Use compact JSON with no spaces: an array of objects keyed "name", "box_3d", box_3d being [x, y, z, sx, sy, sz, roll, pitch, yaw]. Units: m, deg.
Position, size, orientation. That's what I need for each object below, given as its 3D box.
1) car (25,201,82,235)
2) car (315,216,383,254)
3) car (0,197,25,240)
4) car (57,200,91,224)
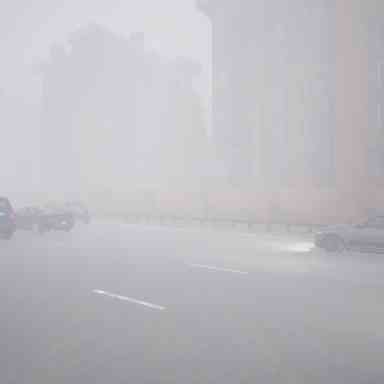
[{"name":"car","box_3d":[-8.688,1.477,18.772,5.008,1.535,1.882,0,0,35]},{"name":"car","box_3d":[6.722,1.564,12.094,4.181,1.385,1.994,0,0,35]},{"name":"car","box_3d":[-10.558,1.221,15.806,5.566,2.045,2.150,0,0,35]},{"name":"car","box_3d":[-9.209,1.353,23.441,4.553,1.767,2.097,0,0,35]}]
